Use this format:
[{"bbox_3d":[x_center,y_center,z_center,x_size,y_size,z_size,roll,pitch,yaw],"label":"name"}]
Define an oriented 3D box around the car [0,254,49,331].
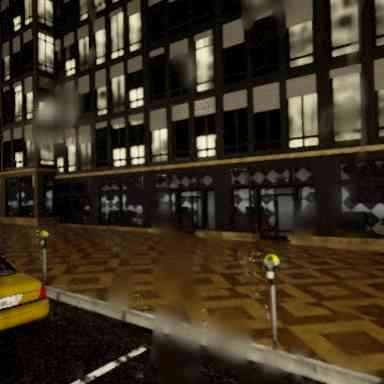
[{"bbox_3d":[-4.582,1.592,6.165,4.829,1.417,1.752,-1,-1,36],"label":"car"}]
